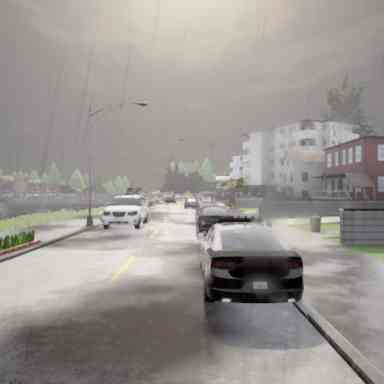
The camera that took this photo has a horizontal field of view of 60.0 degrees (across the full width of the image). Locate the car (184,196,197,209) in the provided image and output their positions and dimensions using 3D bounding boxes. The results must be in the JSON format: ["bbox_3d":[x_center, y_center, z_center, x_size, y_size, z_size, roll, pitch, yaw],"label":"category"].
[{"bbox_3d":[-0.050,1.554,45.779,1.994,1.385,4.181,0,0,0],"label":"car"}]

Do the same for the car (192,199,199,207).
[{"bbox_3d":[1.159,1.500,24.264,1.837,1.490,4.892,0,0,0],"label":"car"}]

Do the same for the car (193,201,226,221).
[{"bbox_3d":[1.169,1.474,18.264,1.882,1.535,5.008,0,0,0],"label":"car"}]

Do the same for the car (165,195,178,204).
[{"bbox_3d":[-4.148,1.587,63.679,1.895,1.301,4.718,0,0,0],"label":"car"}]

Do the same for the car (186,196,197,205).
[{"bbox_3d":[-0.097,1.465,59.104,1.882,1.535,5.008,0,0,0],"label":"car"}]

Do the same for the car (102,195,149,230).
[{"bbox_3d":[-4.137,1.217,21.457,2.150,2.045,5.566,0,0,0],"label":"car"}]

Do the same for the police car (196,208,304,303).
[{"bbox_3d":[1.186,1.424,8.374,1.930,1.638,5.238,0,0,0],"label":"police car"}]
